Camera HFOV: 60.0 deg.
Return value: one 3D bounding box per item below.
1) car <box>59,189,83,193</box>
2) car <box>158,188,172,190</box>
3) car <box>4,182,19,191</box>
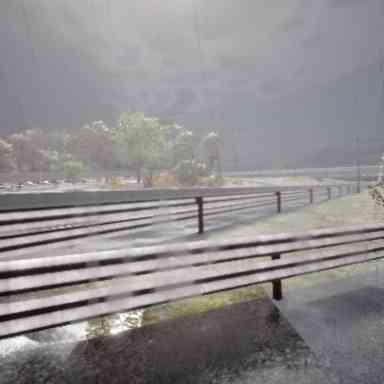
[{"bbox_3d":[-14.433,0.458,38.447,2.097,1.767,4.553,0,1,31],"label":"car"},{"bbox_3d":[-4.723,0.108,54.551,2.097,1.767,4.553,0,1,31],"label":"car"},{"bbox_3d":[-34.311,-1.041,62.171,1.882,1.535,5.008,-1,3,11],"label":"car"}]
